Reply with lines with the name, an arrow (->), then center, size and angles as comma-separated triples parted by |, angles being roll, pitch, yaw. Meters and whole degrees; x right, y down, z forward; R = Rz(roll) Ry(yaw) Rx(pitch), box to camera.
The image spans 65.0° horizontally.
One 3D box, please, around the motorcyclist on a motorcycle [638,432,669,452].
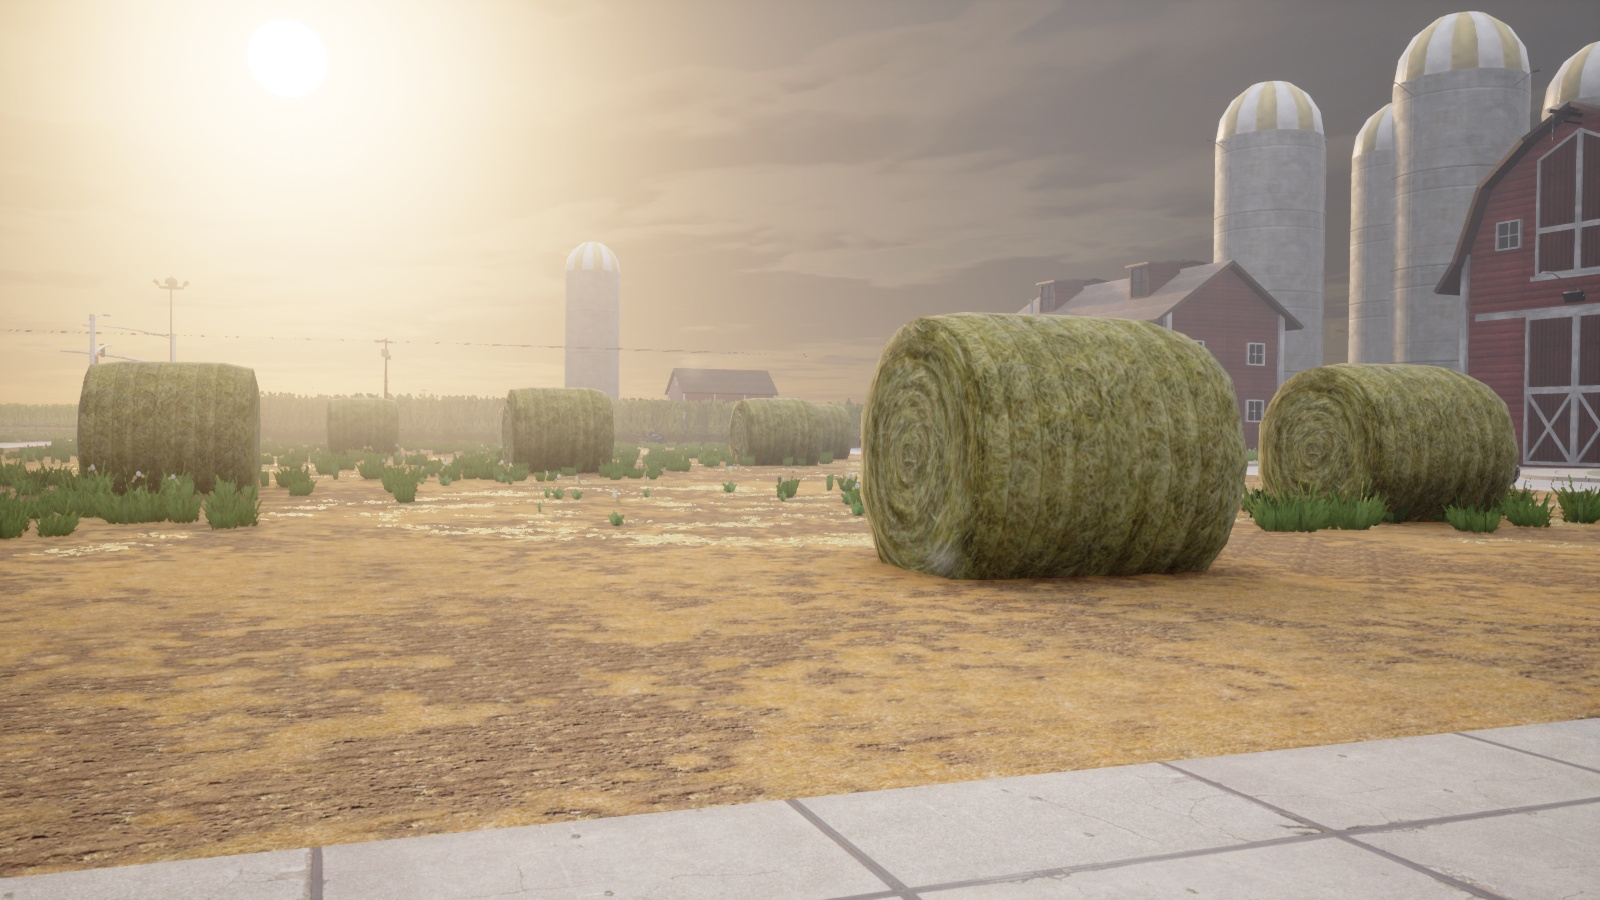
motorcyclist on a motorcycle -> -11.119, -0.601, 95.539 | 2.191, 1.530, 0.866 | -1, 1, -21
